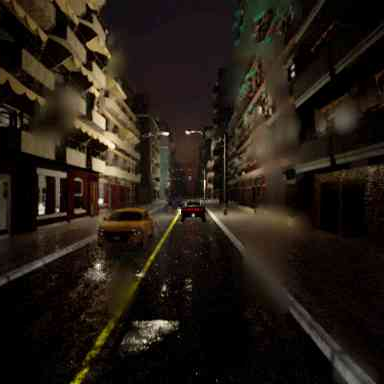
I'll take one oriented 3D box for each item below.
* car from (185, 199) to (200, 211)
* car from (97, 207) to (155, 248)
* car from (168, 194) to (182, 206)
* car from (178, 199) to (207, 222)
[{"bbox_3d":[0.102,1.657,42.476,1.895,1.301,4.718,0,0,1],"label":"car"},{"bbox_3d":[-2.848,1.488,15.137,1.882,1.535,5.008,0,0,0],"label":"car"},{"bbox_3d":[-2.811,1.305,55.634,2.150,2.045,5.566,0,0,0],"label":"car"},{"bbox_3d":[0.100,1.525,26.707,1.837,1.490,4.892,0,-2,0],"label":"car"}]
